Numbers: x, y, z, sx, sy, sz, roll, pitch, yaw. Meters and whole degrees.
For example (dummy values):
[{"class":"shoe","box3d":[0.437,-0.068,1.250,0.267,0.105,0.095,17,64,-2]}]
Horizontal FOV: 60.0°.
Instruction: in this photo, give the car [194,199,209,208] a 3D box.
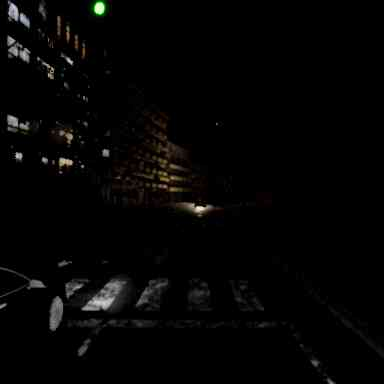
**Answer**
[{"class":"car","box3d":[1.569,2.167,61.406,1.994,1.385,4.181,0,-1,8]}]

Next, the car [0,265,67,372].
[{"class":"car","box3d":[-3.072,1.531,3.800,1.837,1.490,4.892,0,0,1]}]

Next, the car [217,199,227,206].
[{"class":"car","box3d":[6.614,2.312,72.977,1.994,1.385,4.181,0,-1,11]}]

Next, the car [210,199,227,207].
[{"class":"car","box3d":[5.104,2.135,63.125,1.837,1.490,4.892,0,-1,9]}]
